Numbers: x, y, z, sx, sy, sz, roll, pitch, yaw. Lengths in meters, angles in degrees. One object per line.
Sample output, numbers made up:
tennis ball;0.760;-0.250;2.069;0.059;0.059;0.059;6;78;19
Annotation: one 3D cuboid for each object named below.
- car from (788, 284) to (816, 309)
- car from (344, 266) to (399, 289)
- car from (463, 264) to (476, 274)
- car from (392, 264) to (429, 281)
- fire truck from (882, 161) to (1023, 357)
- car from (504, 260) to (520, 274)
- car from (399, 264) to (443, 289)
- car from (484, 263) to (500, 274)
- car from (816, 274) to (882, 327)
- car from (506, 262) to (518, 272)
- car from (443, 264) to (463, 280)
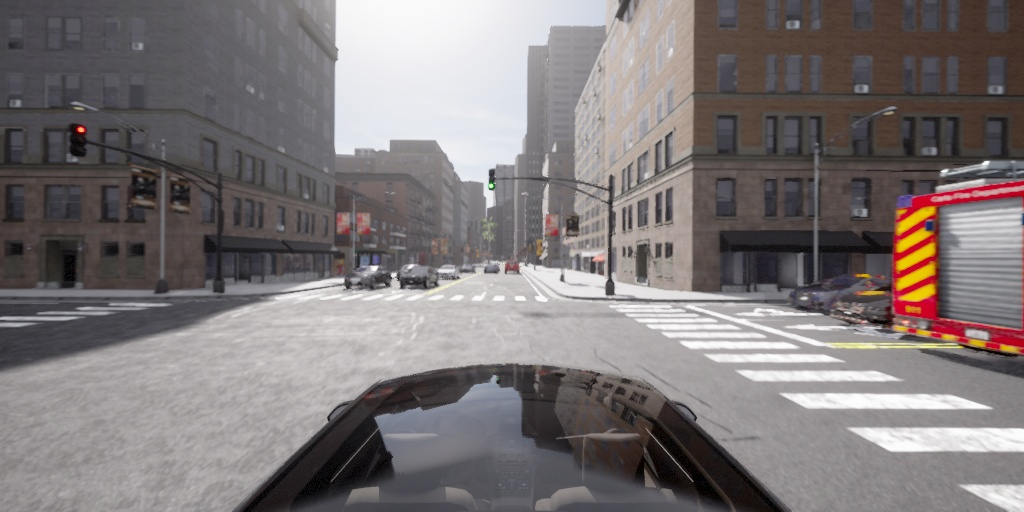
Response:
car;12.725;1.386;13.193;4.181;1.385;1.994;0;0;0
car;-9.842;1.431;24.873;2.128;1.511;4.902;0;-1;0
car;-6.566;1.920;53.338;1.994;1.385;4.181;0;-1;0
car;-9.843;1.572;35.217;2.128;1.511;4.902;0;-1;0
fire truck;12.576;0.157;6.583;8.468;3.827;2.891;0;0;0
car;0.000;1.646;54.617;2.150;2.045;5.566;0;-1;0
car;-6.593;1.456;25.950;1.882;1.535;5.008;0;-1;0
car;-3.253;1.968;54.965;1.994;1.385;4.181;0;-1;0
car;11.702;1.320;9.930;4.892;1.490;1.837;0;0;-1
car;-0.003;1.923;64.975;2.097;1.767;4.553;0;-1;0
car;-6.575;1.656;37.026;1.812;1.442;4.674;0;-1;0
